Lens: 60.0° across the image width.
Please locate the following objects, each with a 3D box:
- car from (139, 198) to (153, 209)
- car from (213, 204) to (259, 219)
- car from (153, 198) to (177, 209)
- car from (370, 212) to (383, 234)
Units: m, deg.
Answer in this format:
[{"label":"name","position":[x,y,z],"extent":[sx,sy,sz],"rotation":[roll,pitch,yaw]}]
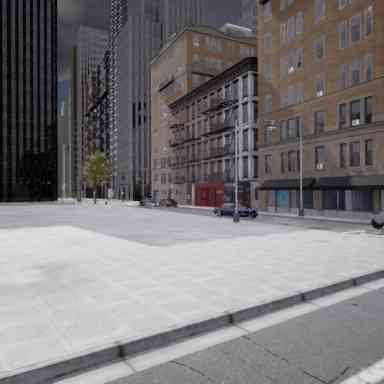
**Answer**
[{"label":"car","position":[-6.751,1.741,50.942],"extent":[2.128,1.511,4.902],"rotation":[0,0,-26]},{"label":"car","position":[3.829,1.711,29.392],"extent":[1.895,1.301,4.718],"rotation":[0,0,-26]},{"label":"car","position":[-3.888,1.737,51.112],"extent":[1.837,1.490,4.892],"rotation":[0,0,-26]},{"label":"car","position":[11.682,1.520,16.664],"extent":[2.128,1.511,4.902],"rotation":[0,0,-45]}]
